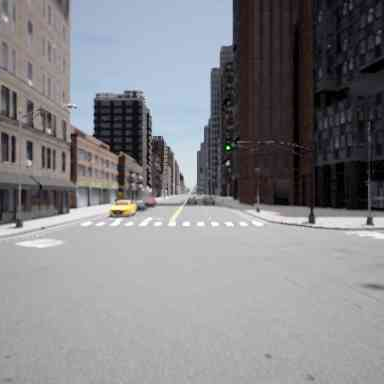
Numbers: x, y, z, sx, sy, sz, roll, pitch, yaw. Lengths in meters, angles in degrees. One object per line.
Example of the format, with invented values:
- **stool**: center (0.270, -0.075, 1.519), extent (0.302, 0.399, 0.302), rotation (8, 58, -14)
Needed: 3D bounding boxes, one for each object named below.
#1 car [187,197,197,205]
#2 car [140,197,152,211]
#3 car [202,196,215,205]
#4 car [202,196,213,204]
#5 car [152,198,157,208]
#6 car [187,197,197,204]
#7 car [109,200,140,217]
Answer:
- **car**: center (0.009, 1.652, 61.856), extent (2.128, 1.511, 4.902), rotation (0, 0, 0)
- **car**: center (-6.593, 1.676, 41.472), extent (1.994, 1.385, 4.181), rotation (0, 0, 1)
- **car**: center (3.235, 1.651, 61.011), extent (2.128, 1.511, 4.902), rotation (0, 0, 0)
- **car**: center (3.233, 1.675, 71.431), extent (2.128, 1.511, 4.902), rotation (0, 0, 0)
- **car**: center (-6.575, 1.616, 51.894), extent (1.882, 1.535, 5.008), rotation (0, 0, 0)
- **car**: center (-0.017, 1.735, 72.170), extent (1.994, 1.385, 4.181), rotation (0, 0, 0)
- **car**: center (-6.606, 1.565, 32.223), extent (1.882, 1.535, 5.008), rotation (0, 0, 0)
